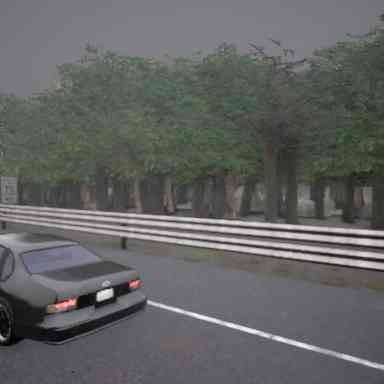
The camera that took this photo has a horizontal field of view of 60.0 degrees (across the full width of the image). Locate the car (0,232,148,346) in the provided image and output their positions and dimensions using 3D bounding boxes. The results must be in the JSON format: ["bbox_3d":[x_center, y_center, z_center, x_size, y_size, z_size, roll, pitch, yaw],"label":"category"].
[{"bbox_3d":[-3.265,1.495,6.262,5.357,1.411,2.033,1,0,37],"label":"car"}]
